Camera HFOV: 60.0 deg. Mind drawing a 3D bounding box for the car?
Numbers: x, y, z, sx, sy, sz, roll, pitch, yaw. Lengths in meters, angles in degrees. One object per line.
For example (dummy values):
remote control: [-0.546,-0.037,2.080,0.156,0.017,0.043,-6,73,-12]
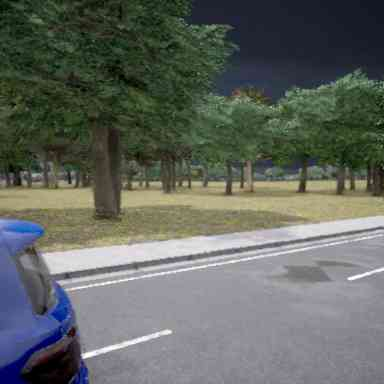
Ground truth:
car: [-3.301,1.222,1.358,5.566,2.045,2.150,0,0,-35]
